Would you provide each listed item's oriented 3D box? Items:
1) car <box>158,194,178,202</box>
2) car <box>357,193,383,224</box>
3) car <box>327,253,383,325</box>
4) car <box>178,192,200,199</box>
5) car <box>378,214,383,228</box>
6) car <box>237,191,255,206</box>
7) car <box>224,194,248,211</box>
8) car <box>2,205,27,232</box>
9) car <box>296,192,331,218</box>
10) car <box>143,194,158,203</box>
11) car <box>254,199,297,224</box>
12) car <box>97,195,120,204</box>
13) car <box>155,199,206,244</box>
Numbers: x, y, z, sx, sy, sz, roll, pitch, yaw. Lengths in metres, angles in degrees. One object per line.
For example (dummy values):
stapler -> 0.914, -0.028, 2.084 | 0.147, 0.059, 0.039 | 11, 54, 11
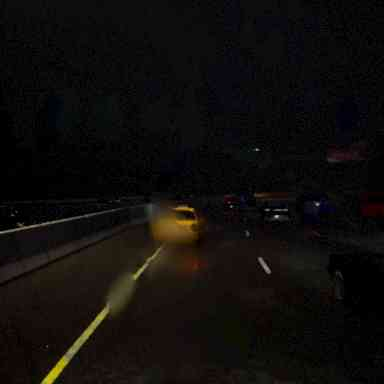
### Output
car -> -3.427, 1.059, 57.523 | 1.882, 1.535, 5.008 | 0, 0, 20
car -> 12.388, 1.084, 21.017 | 2.150, 2.045, 5.566 | 0, 0, 9
car -> 3.791, 1.568, 5.126 | 1.895, 1.301, 4.718 | 0, 0, 2
car -> -0.130, 0.855, 56.345 | 2.097, 1.767, 4.553 | 0, 0, 20
car -> 7.545, 1.541, 9.541 | 1.895, 1.301, 4.718 | 0, 0, 4
car -> 7.493, 0.889, 46.529 | 2.150, 2.045, 5.566 | 0, 1, 19
car -> 4.684, 1.239, 36.415 | 1.837, 1.490, 4.892 | 0, 0, 16
car -> -9.669, 1.375, 15.353 | 1.837, 1.490, 4.892 | 0, 0, 6
car -> 10.081, 1.029, 27.947 | 2.150, 2.045, 5.566 | 0, 0, 11
car -> -6.702, 1.131, 58.760 | 2.033, 1.411, 5.357 | 0, 0, 20
car -> 5.686, 1.327, 23.219 | 2.128, 1.511, 4.902 | 0, 0, 9
car -> -12.863, 1.161, 51.458 | 1.994, 1.385, 4.181 | 0, 0, 18
car -> -0.365, 1.341, 15.206 | 1.801, 1.575, 5.366 | 0, 0, 6
